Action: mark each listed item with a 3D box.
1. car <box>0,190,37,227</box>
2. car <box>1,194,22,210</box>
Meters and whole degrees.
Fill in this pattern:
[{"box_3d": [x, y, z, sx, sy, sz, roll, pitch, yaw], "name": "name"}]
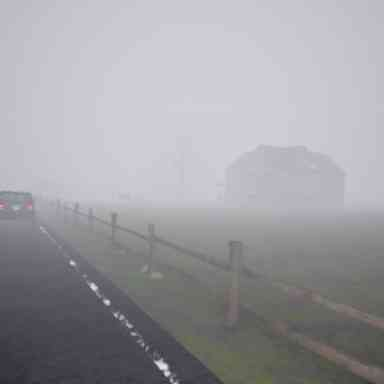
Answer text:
[{"box_3d": [-10.714, 0.927, 20.182, 2.150, 2.045, 5.566, 2, 0, -29], "name": "car"}, {"box_3d": [-18.832, 1.013, 34.680, 1.812, 1.442, 4.674, 2, 0, -29], "name": "car"}]
